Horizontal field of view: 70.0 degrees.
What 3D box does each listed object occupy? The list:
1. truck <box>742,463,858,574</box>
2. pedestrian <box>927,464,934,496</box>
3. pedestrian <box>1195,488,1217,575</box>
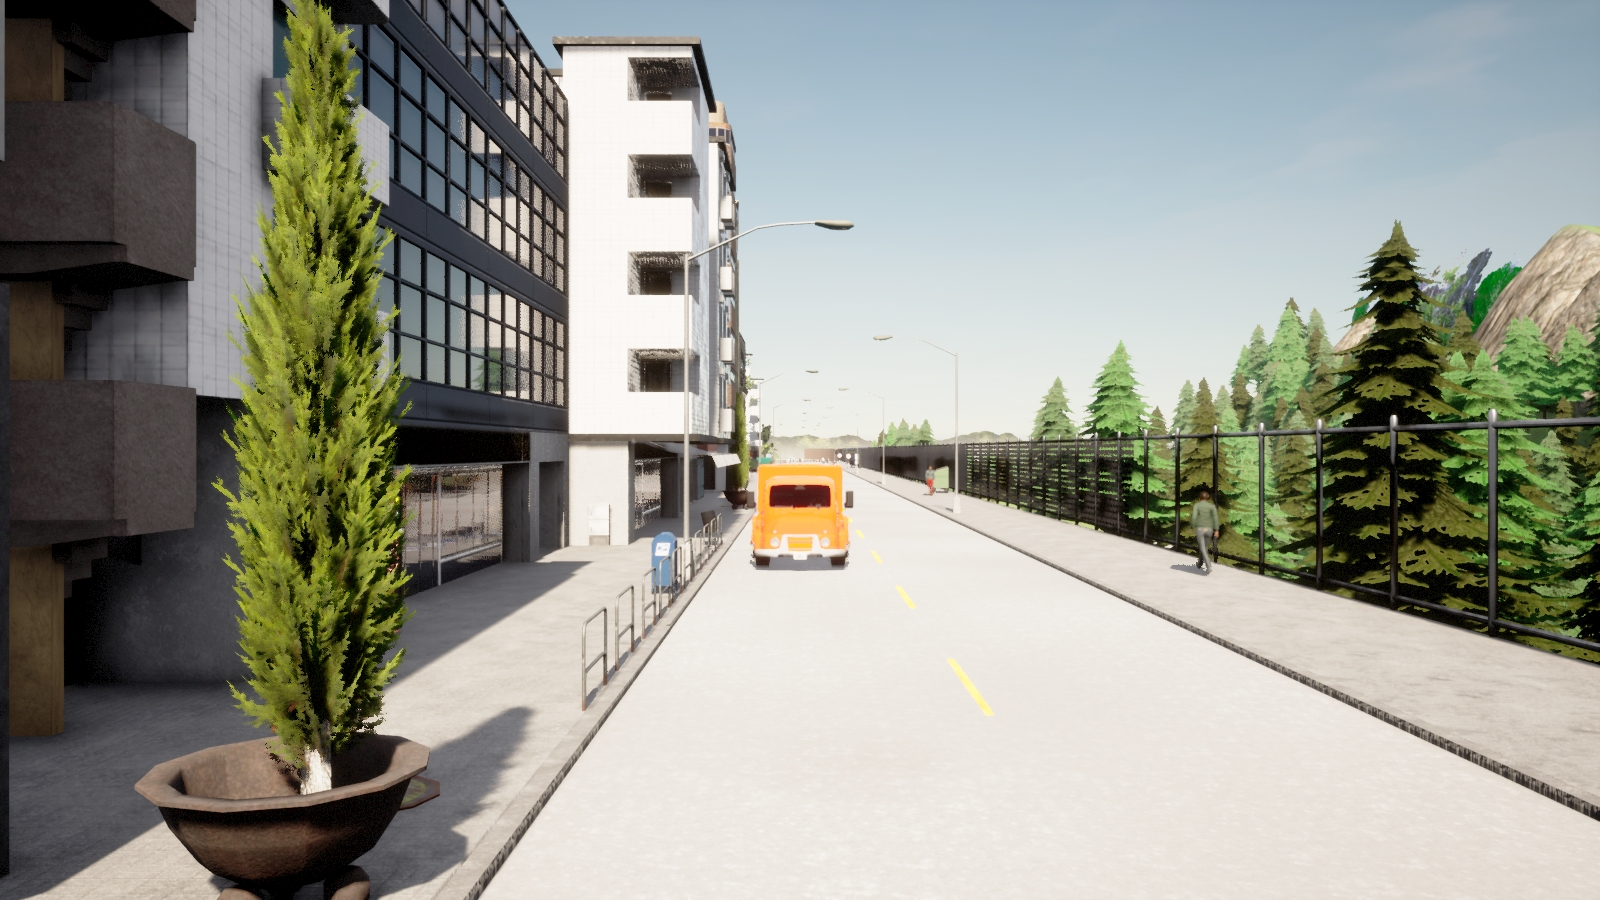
[{"bbox_3d":[0.001,1.579,28.601,2.627,2.467,5.204,0,0,0],"label":"truck"},{"bbox_3d":[7.668,1.771,67.042,0.375,1.860,0.375,0,0,0],"label":"pedestrian"},{"bbox_3d":[8.791,1.755,24.738,0.375,1.860,0.375,0,0,5],"label":"pedestrian"}]
